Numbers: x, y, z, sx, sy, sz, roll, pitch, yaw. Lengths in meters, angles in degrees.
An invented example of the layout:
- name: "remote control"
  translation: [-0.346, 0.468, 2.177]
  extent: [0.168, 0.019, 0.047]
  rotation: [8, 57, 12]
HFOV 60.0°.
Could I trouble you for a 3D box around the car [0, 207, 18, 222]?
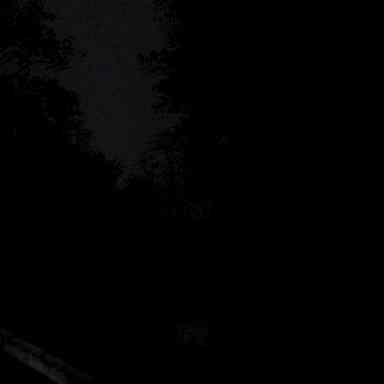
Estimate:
- name: "car"
  translation: [-18.411, 2.477, 33.422]
  extent: [2.150, 2.045, 5.566]
  rotation: [-1, -4, 36]
